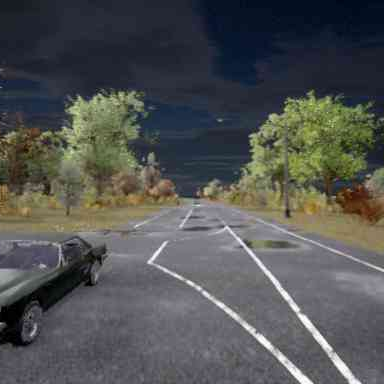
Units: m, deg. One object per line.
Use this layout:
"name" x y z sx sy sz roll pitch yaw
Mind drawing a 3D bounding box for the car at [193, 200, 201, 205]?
"car" 1.329 2.843 90.877 1.837 1.490 4.892 -1 -1 7

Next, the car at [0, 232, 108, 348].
"car" -3.191 1.555 6.471 1.895 1.301 4.718 1 1 2
